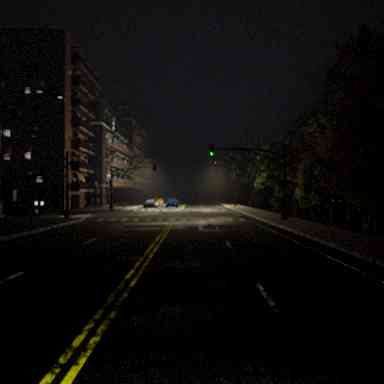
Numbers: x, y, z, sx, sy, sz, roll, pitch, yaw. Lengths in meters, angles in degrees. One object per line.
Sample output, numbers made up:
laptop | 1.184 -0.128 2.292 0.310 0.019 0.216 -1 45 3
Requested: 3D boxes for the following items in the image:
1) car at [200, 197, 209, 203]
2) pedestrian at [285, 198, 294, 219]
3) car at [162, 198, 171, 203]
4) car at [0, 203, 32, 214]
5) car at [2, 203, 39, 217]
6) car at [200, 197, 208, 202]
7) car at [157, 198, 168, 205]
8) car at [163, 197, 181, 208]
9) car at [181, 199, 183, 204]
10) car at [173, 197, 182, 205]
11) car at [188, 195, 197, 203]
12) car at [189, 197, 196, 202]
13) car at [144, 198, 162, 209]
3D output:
car | 3.359 2.036 84.337 1.837 1.490 4.892 0 0 0
pedestrian | 8.003 1.311 27.536 0.375 1.860 0.375 0 0 0
car | -6.392 2.117 83.265 1.895 1.301 4.718 0 0 0
car | -22.735 2.103 41.990 4.206 1.307 1.802 -1 0 -1
car | -19.289 1.940 36.151 4.902 1.511 2.128 -1 0 1
car | 3.373 2.086 94.756 2.033 1.411 5.357 0 0 0
car | -6.408 1.990 72.941 2.128 1.511 4.902 0 0 0
car | -3.270 1.820 54.597 1.882 1.535 5.008 0 0 0
car | -3.210 1.897 64.078 2.128 1.511 4.902 0 0 1
car | -3.156 1.973 74.139 1.837 1.490 4.892 0 0 0
car | 0.109 1.761 84.374 2.150 2.045 5.566 0 0 0
car | 0.124 2.071 94.761 2.128 1.511 4.902 0 0 0
car | -6.524 1.880 53.148 2.033 1.411 5.357 0 0 0
